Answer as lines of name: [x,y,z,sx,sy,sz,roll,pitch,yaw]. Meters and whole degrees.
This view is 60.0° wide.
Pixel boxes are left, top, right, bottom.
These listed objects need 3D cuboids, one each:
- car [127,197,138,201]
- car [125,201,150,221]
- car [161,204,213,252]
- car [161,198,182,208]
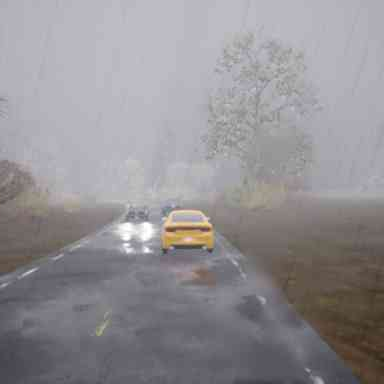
car: [-12.349,1.766,68.832,2.128,1.511,4.902,0,0,-15]
car: [-4.492,1.660,27.834,1.895,1.301,4.718,0,0,-6]
car: [-0.236,1.495,13.965,1.882,1.535,5.008,0,0,-3]
car: [-2.105,1.426,34.574,2.097,1.767,4.553,0,0,-7]
